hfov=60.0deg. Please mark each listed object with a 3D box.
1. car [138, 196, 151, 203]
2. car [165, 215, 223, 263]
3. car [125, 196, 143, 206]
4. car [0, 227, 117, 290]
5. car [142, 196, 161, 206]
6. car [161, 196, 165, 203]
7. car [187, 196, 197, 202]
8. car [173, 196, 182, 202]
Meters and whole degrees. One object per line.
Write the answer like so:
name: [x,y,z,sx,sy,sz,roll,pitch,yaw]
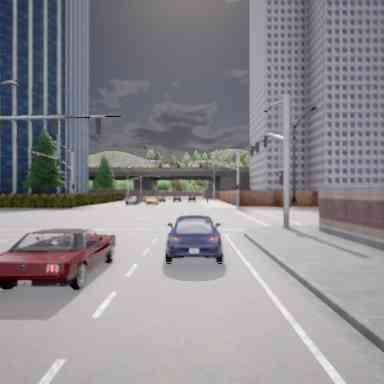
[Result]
car: [-10.496,1.644,74.001,2.128,1.511,4.902,0,0,0]
car: [0.075,1.545,11.926,1.812,1.442,4.674,0,0,0]
car: [-10.537,1.587,58.779,2.128,1.511,4.902,0,0,1]
car: [-3.439,1.616,9.105,1.895,1.301,4.718,0,0,0]
car: [-7.037,1.573,58.620,1.882,1.535,5.008,0,0,1]
car: [-6.996,1.597,74.035,1.882,1.535,5.008,0,0,0]
car: [0.004,1.605,78.642,1.837,1.490,4.892,0,0,0]
car: [-3.496,1.629,78.642,1.812,1.442,4.674,0,0,0]
